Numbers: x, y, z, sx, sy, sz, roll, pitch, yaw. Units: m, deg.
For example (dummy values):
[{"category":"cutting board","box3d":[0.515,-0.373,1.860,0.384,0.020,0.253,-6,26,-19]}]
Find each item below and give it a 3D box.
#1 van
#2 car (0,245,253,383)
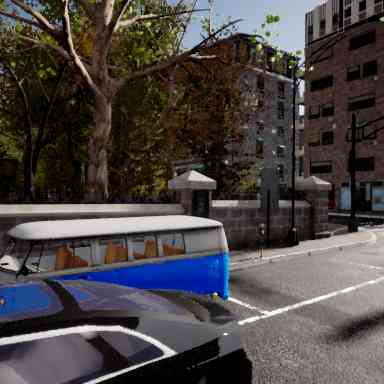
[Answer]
[{"category":"van","box3d":[-1.207,1.343,5.640,3.998,1.788,1.690,0,1,-36]},{"category":"car","box3d":[-1.747,1.491,2.125,4.902,1.511,2.128,0,0,-36]}]
